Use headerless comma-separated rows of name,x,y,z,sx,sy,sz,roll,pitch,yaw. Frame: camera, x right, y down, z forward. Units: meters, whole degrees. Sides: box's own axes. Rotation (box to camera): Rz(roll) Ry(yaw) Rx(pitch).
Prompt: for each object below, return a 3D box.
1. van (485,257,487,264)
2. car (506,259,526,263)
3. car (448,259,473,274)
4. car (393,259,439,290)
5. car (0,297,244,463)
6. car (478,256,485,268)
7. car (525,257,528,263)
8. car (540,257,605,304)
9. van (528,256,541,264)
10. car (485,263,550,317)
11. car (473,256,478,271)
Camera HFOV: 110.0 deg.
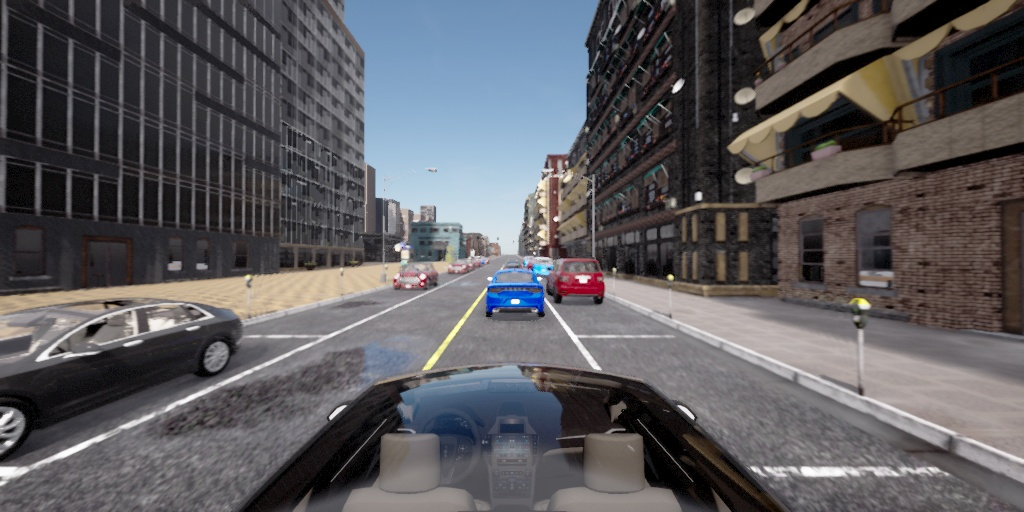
van,-5.655,0.900,61.142,1.690,1.789,3.998,0,0,0
car,0.101,1.187,32.718,1.812,1.442,4.674,0,0,0
car,-5.661,1.082,38.559,1.967,1.591,4.097,0,0,0
car,-5.692,1.135,21.621,1.967,1.591,4.097,0,0,0
car,-5.690,1.293,4.683,2.007,1.370,4.403,0,0,0
car,-5.655,1.126,55.496,1.888,1.381,4.507,0,0,0
car,2.693,1.168,44.238,1.888,1.381,4.507,0,0,0
car,2.692,1.026,16.004,2.192,1.841,5.009,0,0,0
van,2.692,1.002,32.943,1.690,1.789,3.998,0,0,0
car,0.100,1.197,13.102,1.882,1.535,5.008,0,0,0
car,-5.655,1.063,44.205,1.967,1.591,4.097,0,0,0
